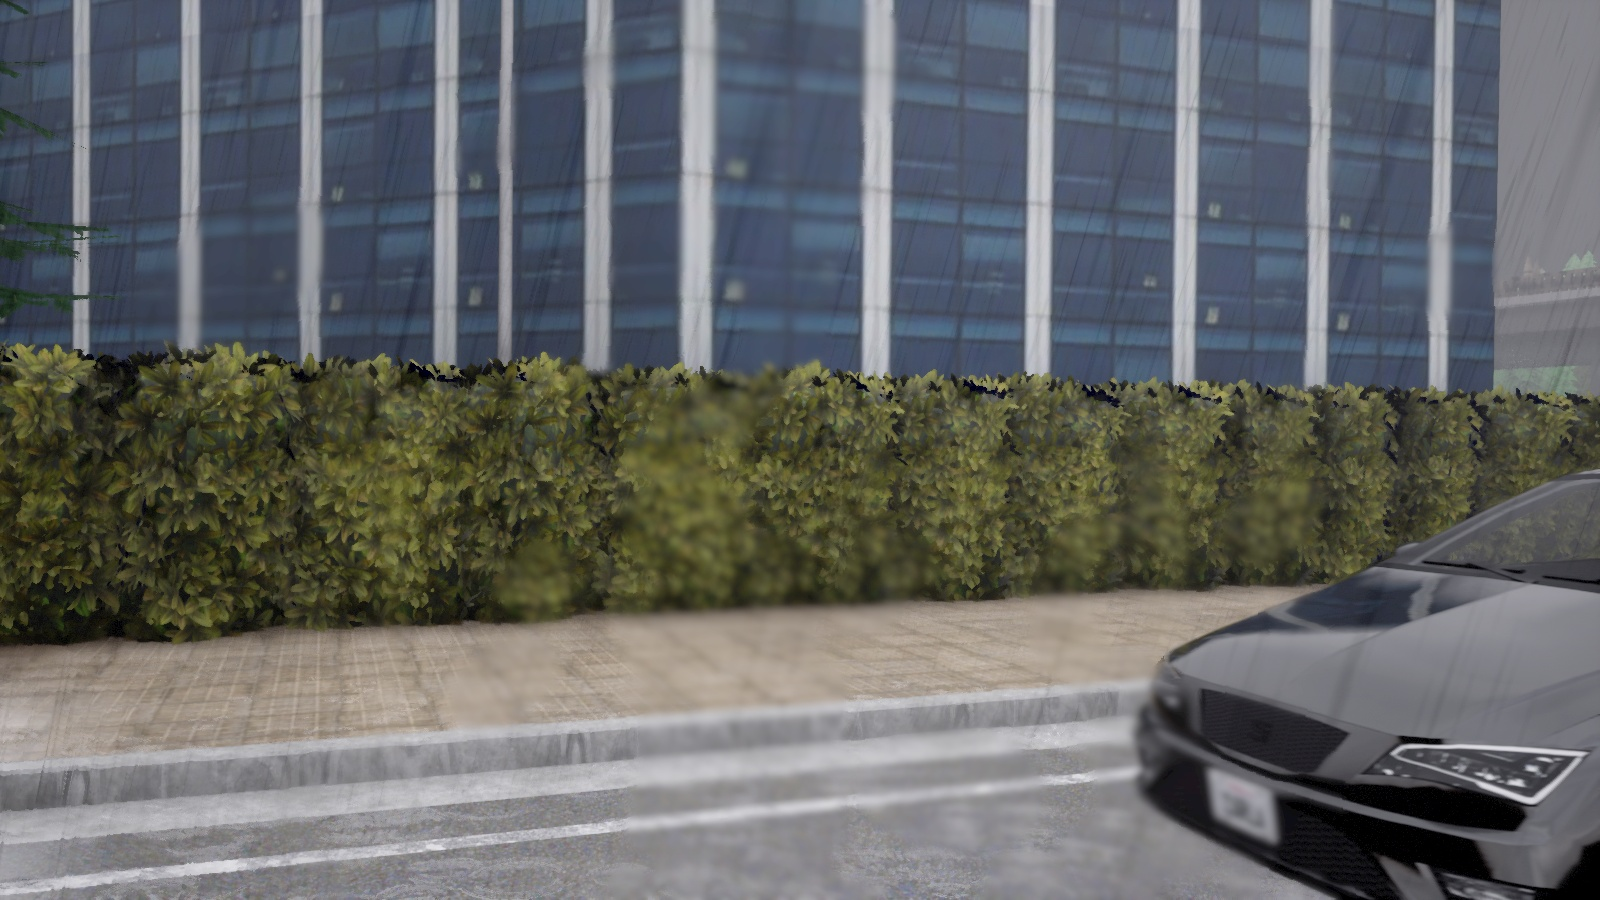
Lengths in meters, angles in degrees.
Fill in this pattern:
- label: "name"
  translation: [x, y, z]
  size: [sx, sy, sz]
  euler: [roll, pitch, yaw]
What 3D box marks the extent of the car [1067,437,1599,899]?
- label: "car"
  translation: [3.264, 0.703, 4.479]
  size: [4.193, 1.474, 1.816]
  euler: [-1, 1, -21]
